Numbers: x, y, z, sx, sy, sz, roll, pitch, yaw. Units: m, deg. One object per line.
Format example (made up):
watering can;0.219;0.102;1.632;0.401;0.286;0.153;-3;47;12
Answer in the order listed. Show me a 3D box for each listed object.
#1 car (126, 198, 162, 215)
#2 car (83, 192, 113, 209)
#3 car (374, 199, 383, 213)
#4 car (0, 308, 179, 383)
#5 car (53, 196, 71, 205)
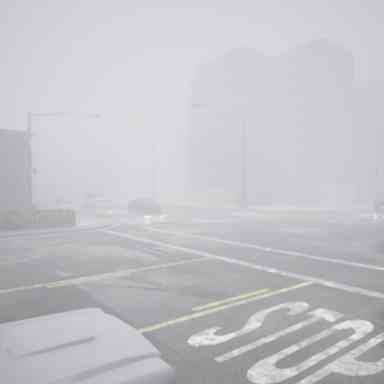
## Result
car;-4.773;1.359;32.682;1.837;1.490;4.892;-1;0;-37
car;-12.111;1.082;42.502;2.150;2.045;5.566;-1;0;-37
car;19.417;1.259;32.096;4.902;1.511;2.128;0;0;-38
car;-2.380;1.610;2.112;4.718;1.301;1.895;-1;0;-35
car;-21.630;1.431;55.315;1.994;1.385;4.181;-1;0;-36
